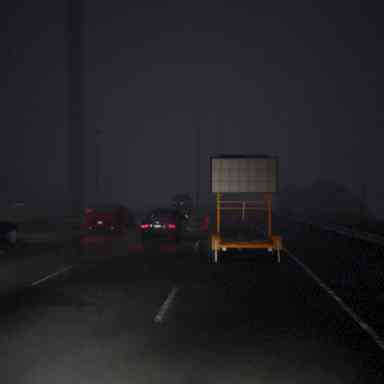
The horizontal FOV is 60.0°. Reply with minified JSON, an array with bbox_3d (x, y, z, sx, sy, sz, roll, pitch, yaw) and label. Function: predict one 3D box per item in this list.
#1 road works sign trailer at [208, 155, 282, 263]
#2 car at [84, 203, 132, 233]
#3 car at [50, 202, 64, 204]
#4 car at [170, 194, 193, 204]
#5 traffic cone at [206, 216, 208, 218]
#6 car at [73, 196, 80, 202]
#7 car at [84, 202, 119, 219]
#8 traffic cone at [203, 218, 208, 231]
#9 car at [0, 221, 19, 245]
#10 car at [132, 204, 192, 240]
[{"bbox_3d":[1.860,0.464,12.042,2.380,3.560,2.880,0,0,3],"label":"road works sign trailer"},{"bbox_3d":[-4.699,1.477,19.927,1.882,1.535,5.008,0,0,3],"label":"car"},{"bbox_3d":[-25.339,1.477,62.159,1.882,1.535,5.008,0,0,-10],"label":"car"},{"bbox_3d":[-1.120,1.220,35.770,2.150,2.045,5.566,0,0,-3],"label":"car"},{"bbox_3d":[0.913,1.955,21.115,0.340,0.580,0.340,0,0,3],"label":"traffic cone"},{"bbox_3d":[-22.294,1.514,64.899,2.128,1.511,4.902,0,0,-11],"label":"car"},{"bbox_3d":[-7.975,1.601,29.734,1.895,1.301,4.718,0,0,0],"label":"car"},{"bbox_3d":[0.793,1.955,19.119,0.340,0.580,0.340,0,0,3],"label":"traffic cone"},{"bbox_3d":[-8.690,1.477,12.594,1.882,1.535,5.008,0,0,5],"label":"car"},{"bbox_3d":[-1.324,1.547,17.041,2.033,1.411,5.357,0,0,4],"label":"car"}]
